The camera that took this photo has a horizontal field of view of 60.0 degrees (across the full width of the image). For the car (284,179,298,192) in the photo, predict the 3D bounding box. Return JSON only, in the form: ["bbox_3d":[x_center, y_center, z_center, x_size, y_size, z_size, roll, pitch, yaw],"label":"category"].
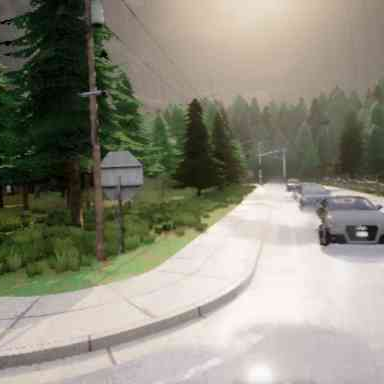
[{"bbox_3d":[12.318,-0.838,40.585,1.837,1.490,4.892,-2,4,14],"label":"car"}]

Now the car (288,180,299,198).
[{"bbox_3d":[9.401,-0.058,27.965,1.895,1.301,4.718,-2,3,13],"label":"car"}]

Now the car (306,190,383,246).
[{"bbox_3d":[5.051,0.834,10.850,1.994,1.385,4.181,-2,3,15],"label":"car"}]

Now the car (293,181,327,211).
[{"bbox_3d":[7.499,0.264,20.606,1.812,1.442,4.674,-2,3,14],"label":"car"}]
